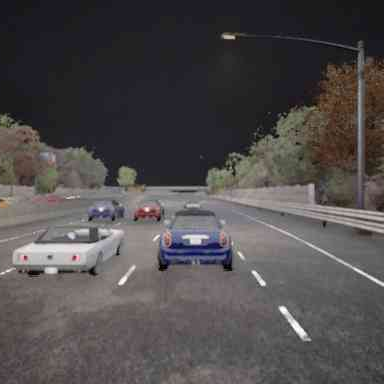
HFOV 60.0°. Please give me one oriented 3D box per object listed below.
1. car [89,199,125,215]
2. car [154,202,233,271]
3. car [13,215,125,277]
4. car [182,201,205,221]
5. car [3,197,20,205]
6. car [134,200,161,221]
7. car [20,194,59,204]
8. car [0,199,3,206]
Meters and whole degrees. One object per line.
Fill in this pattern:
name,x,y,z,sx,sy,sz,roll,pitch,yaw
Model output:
car,-6.911,1.396,27.443,2.097,1.767,4.553,0,0,0
car,0.097,1.367,11.170,2.097,1.767,4.553,0,0,0
car,-3.401,1.614,10.258,1.895,1.301,4.718,0,0,0
car,0.089,1.572,28.824,1.812,1.442,4.674,0,0,0
car,-21.095,1.426,41.760,2.097,1.767,4.553,0,0,0
car,-3.412,1.396,27.415,2.097,1.767,4.553,0,0,0
car,-17.606,1.289,39.352,2.150,2.045,5.566,0,0,0
car,-24.594,1.552,41.273,1.882,1.535,5.008,0,0,0
